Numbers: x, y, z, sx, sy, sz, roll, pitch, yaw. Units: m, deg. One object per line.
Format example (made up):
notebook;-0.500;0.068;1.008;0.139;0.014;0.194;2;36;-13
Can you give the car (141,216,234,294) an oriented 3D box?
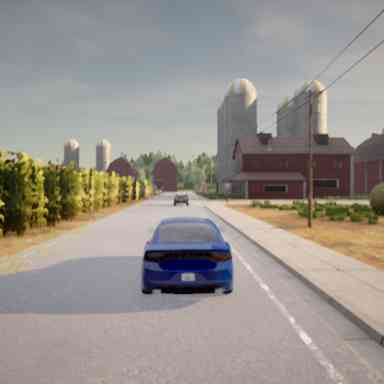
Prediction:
car;-0.141;1.356;8.503;1.882;1.535;5.008;0;1;-2

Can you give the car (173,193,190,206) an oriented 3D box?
car;-1.370;0.893;42.422;2.128;1.511;4.902;0;1;-2
